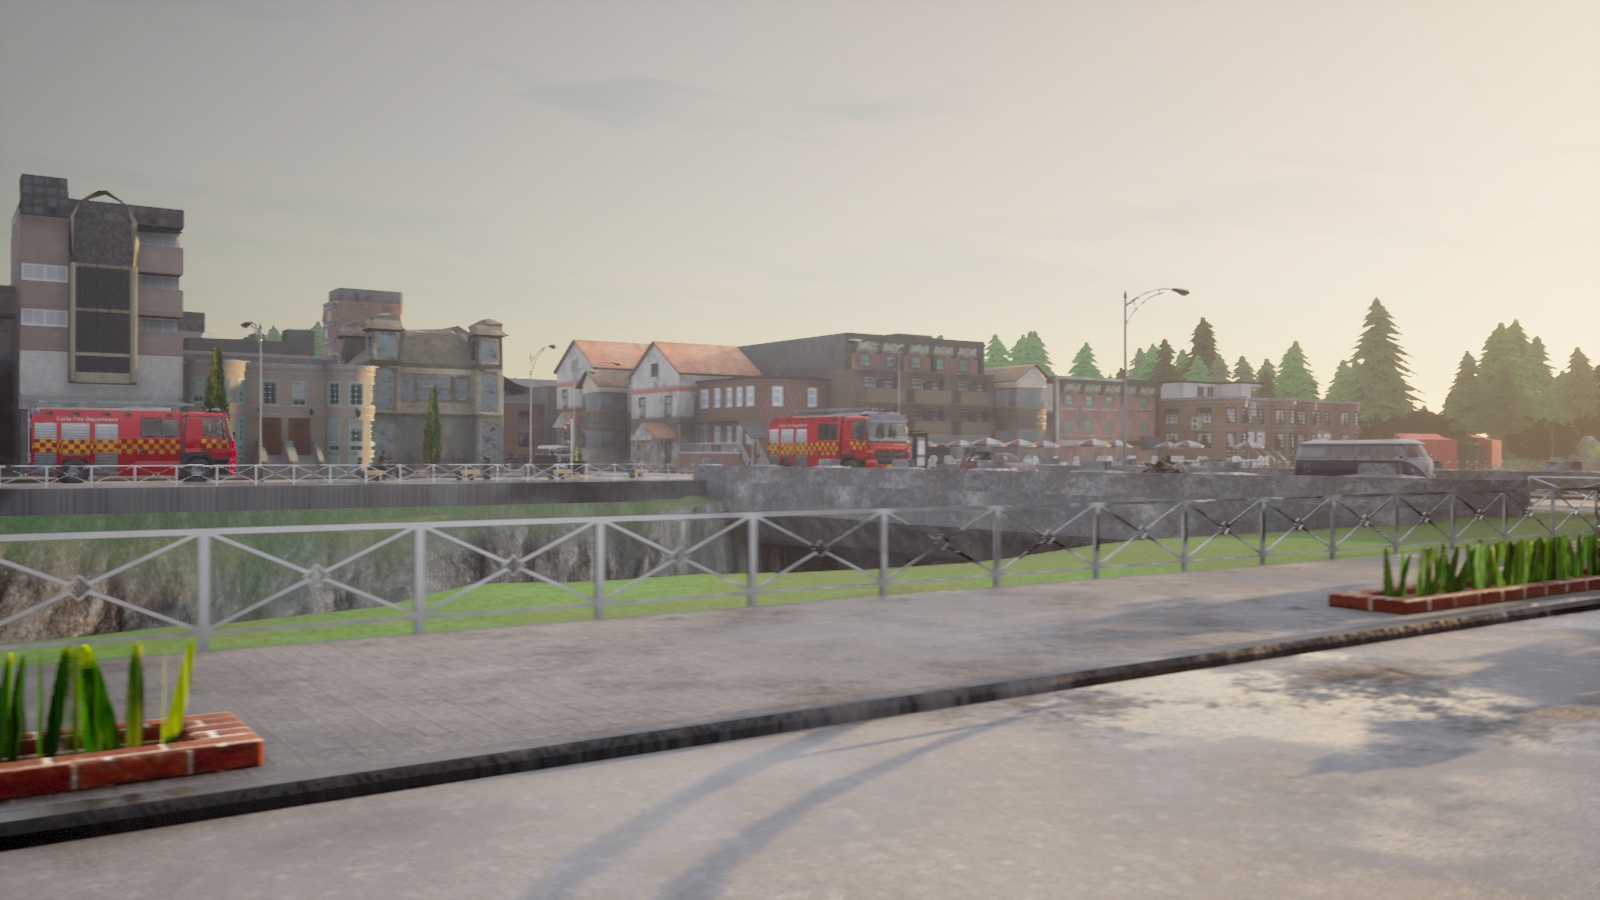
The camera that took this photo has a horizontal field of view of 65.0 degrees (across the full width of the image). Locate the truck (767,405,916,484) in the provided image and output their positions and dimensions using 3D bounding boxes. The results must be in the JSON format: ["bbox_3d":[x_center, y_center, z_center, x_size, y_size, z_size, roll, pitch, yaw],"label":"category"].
[{"bbox_3d":[2.004,-0.267,64.830,2.891,3.827,8.468,0,0,-38],"label":"truck"}]

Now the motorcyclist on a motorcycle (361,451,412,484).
[{"bbox_3d":[-21.292,0.898,64.649,2.350,1.649,0.766,0,0,-35],"label":"motorcyclist on a motorcycle"}]

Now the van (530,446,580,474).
[{"bbox_3d":[-18.538,0.740,94.716,2.069,2.038,4.480,0,0,-35],"label":"van"}]

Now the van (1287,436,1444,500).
[{"bbox_3d":[18.576,0.560,41.453,1.775,1.987,4.442,0,0,-35],"label":"van"}]

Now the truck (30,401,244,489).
[{"bbox_3d":[-30.609,-0.213,58.164,8.468,3.827,2.891,0,0,-35],"label":"truck"}]

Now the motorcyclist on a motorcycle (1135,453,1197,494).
[{"bbox_3d":[13.991,0.868,48.034,0.866,1.530,2.191,0,0,-35],"label":"motorcyclist on a motorcycle"}]

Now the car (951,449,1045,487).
[{"bbox_3d":[8.733,0.761,55.578,1.851,1.617,3.988,0,0,-35],"label":"car"}]
